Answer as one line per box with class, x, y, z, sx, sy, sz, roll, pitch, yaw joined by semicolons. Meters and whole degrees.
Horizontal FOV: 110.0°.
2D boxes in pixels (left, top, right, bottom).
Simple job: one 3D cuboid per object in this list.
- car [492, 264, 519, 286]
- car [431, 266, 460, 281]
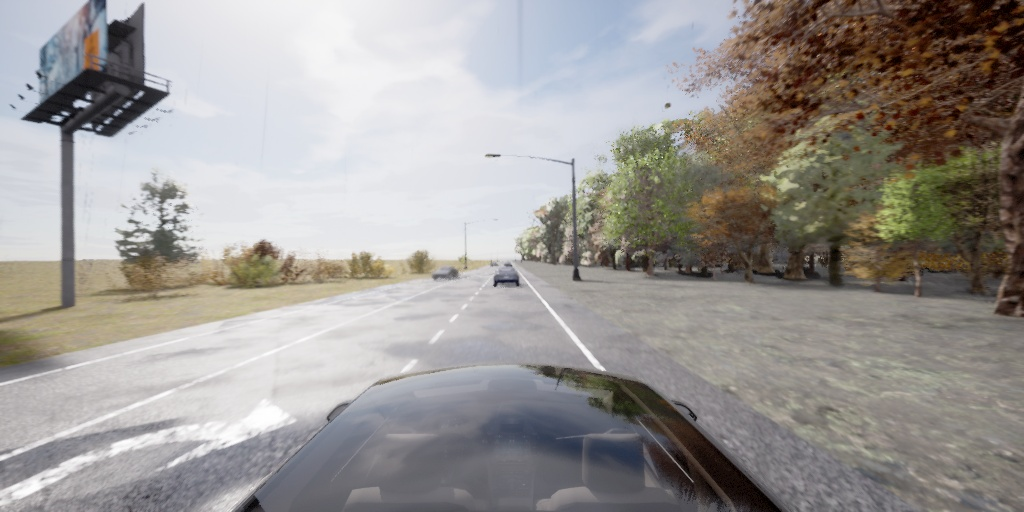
car;-0.449;1.558;28.644;1.994;1.385;4.181;-1;0;-1
car;-6.907;1.767;37.848;2.033;1.411;5.357;-1;0;5
